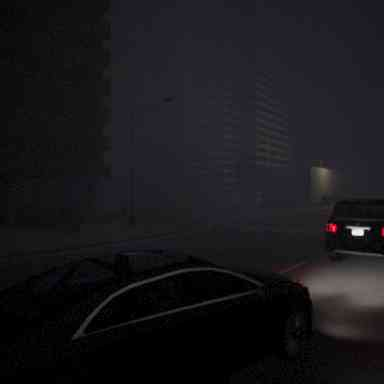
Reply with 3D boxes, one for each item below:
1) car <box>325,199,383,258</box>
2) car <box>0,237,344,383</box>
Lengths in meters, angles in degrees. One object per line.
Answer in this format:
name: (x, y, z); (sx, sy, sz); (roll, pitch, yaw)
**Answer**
car: (6.368, 1.237, 11.477); (2.150, 2.045, 5.566); (0, 0, 39)
car: (-0.318, 1.503, 4.153); (4.902, 1.511, 2.128); (0, 0, -41)
